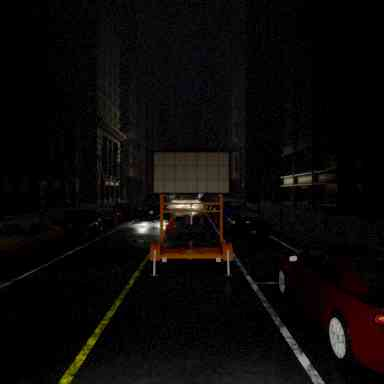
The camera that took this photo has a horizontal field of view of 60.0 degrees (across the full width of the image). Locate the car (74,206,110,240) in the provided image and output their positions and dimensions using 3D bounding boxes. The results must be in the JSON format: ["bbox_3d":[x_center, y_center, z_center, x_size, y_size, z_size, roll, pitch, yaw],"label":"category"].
[{"bbox_3d":[-5.796,1.569,16.917,1.947,1.339,4.313,0,0,0],"label":"car"}]

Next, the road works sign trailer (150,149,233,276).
[{"bbox_3d":[-0.018,0.465,10.331,2.380,3.560,2.880,0,0,0],"label":"road works sign trailer"}]

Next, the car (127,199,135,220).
[{"bbox_3d":[-5.819,1.575,28.191,1.947,1.339,4.313,0,0,0],"label":"car"}]

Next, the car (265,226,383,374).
[{"bbox_3d":[2.753,1.545,5.680,1.887,1.381,4.507,0,0,0],"label":"car"}]

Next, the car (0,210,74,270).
[{"bbox_3d":[-5.784,1.526,11.111,1.752,1.417,4.829,0,0,0],"label":"car"}]

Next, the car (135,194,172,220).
[{"bbox_3d":[-3.156,1.231,28.571,2.150,2.045,5.566,0,0,0],"label":"car"}]

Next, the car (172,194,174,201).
[{"bbox_3d":[-5.923,1.616,78.920,1.887,1.381,4.507,0,0,0],"label":"car"}]

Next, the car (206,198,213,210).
[{"bbox_3d":[2.694,1.596,33.861,1.802,1.307,4.206,0,0,0],"label":"car"}]

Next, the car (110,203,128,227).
[{"bbox_3d":[-5.807,1.588,22.555,1.802,1.307,4.206,0,0,0],"label":"car"}]

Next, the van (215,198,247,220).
[{"bbox_3d":[2.717,1.347,22.588,1.690,1.788,3.998,0,0,0],"label":"van"}]

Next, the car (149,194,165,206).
[{"bbox_3d":[-5.877,1.352,56.373,2.192,1.841,5.009,0,0,0],"label":"car"}]

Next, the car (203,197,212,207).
[{"bbox_3d":[2.683,1.570,39.497,2.008,1.369,4.403,0,0,0],"label":"car"}]

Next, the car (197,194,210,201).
[{"bbox_3d":[2.636,1.360,62.042,2.192,1.841,5.009,0,0,0],"label":"car"}]

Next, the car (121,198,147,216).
[{"bbox_3d":[-5.831,1.454,33.828,1.967,1.590,4.097,0,0,0],"label":"car"}]

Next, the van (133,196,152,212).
[{"bbox_3d":[-5.843,1.360,39.464,1.690,1.788,3.998,0,0,0],"label":"van"}]

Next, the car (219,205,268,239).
[{"bbox_3d":[2.729,1.554,16.952,2.008,1.369,4.403,0,0,0],"label":"car"}]

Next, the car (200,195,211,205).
[{"bbox_3d":[2.660,1.576,50.769,1.887,1.381,4.507,0,0,0],"label":"car"}]

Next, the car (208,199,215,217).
[{"bbox_3d":[2.706,1.560,28.225,2.008,1.369,4.403,0,0,0],"label":"car"}]

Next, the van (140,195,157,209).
[{"bbox_3d":[-5.854,1.366,45.101,1.690,1.788,3.998,0,0,0],"label":"van"}]

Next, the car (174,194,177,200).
[{"bbox_3d":[-5.946,1.658,90.193,1.947,1.339,4.313,0,0,0],"label":"car"}]
